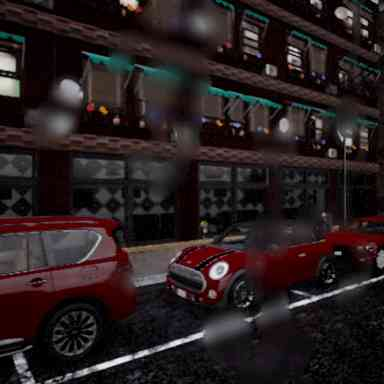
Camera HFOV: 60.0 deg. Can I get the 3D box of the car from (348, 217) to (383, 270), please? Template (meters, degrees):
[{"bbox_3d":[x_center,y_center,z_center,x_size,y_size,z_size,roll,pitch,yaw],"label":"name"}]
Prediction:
[{"bbox_3d":[6.020,1.499,10.846,4.507,1.381,1.887,0,0,-35],"label":"car"}]

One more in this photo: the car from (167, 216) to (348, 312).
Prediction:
[{"bbox_3d":[1.429,1.418,7.575,4.097,1.590,1.967,0,0,-35],"label":"car"}]

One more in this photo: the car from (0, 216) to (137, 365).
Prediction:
[{"bbox_3d":[-3.160,1.316,4.303,5.009,1.841,2.192,0,0,-35],"label":"car"}]
